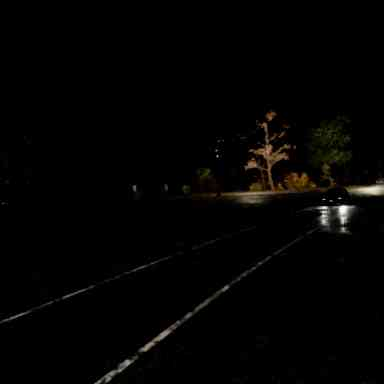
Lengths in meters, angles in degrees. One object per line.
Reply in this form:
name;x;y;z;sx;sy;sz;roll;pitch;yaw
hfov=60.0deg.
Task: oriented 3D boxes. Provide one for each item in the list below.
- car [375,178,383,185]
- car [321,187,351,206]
car;43.870;-2.551;77.164;2.097;1.767;4.553;-5;0;33
car;12.819;0.375;29.558;1.837;1.490;4.892;-5;0;33
